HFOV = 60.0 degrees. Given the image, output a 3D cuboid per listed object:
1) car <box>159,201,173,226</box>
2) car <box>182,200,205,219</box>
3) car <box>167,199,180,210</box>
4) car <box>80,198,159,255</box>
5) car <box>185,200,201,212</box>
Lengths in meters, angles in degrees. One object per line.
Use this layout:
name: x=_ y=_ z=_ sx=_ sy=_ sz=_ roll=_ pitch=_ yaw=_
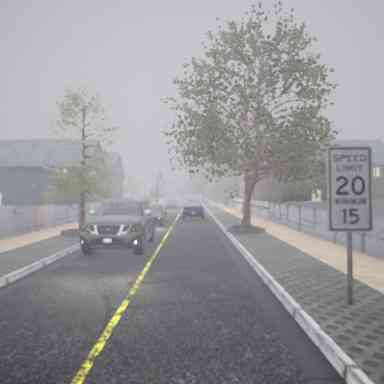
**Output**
car: x=-2.818 y=1.659 z=24.604 sx=2.033 sy=1.411 sz=5.357 roll=0 pitch=0 yaw=0
car: x=0.127 y=1.614 z=30.528 sx=1.882 sy=1.535 sz=5.008 roll=0 pitch=-1 yaw=0
car: x=-2.808 y=1.707 z=46.908 sx=1.837 sy=1.490 sz=4.892 roll=0 pitch=0 yaw=0
car: x=-2.838 y=1.286 z=13.915 sx=2.150 sy=2.045 sz=5.566 roll=0 pitch=0 yaw=0
car: x=0.137 y=1.735 z=43.150 sx=2.033 sy=1.411 sz=5.357 roll=0 pitch=0 yaw=0
